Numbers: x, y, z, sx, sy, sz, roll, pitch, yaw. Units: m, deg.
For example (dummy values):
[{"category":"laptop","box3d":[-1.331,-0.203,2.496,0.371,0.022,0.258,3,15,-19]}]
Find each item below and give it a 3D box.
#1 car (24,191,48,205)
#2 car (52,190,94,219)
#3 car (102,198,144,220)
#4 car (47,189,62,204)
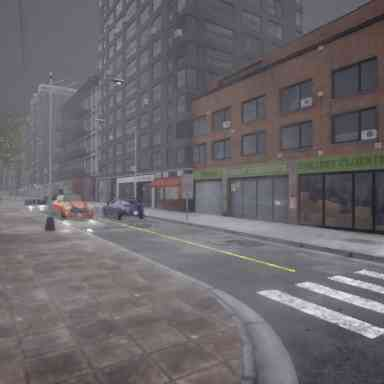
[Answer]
[{"category":"car","box3d":[-19.916,0.955,41.982,1.994,1.385,4.181,0,0,-32]},{"category":"car","box3d":[-8.723,0.948,24.257,2.097,1.767,4.553,0,1,-32]},{"category":"car","box3d":[-4.955,1.172,23.828,1.812,1.442,4.674,0,1,-33]},{"category":"car","box3d":[-19.161,0.603,46.123,2.150,2.045,5.566,0,0,-32]}]
